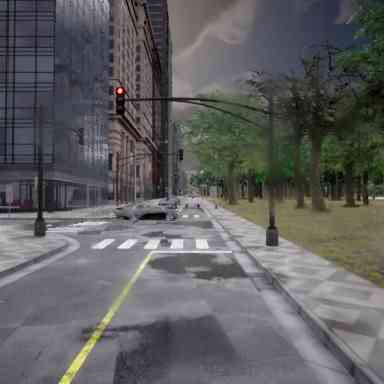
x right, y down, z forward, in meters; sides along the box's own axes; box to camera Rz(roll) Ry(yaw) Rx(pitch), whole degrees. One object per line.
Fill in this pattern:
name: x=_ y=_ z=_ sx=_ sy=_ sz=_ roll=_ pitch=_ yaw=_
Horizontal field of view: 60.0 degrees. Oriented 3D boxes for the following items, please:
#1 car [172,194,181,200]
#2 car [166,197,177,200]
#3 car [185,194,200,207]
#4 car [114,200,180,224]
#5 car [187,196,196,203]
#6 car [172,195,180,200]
car: x=-3.093 y=1.663 z=59.917 sx=1.837 sy=1.490 sz=4.892 roll=0 pitch=0 yaw=0
car: x=-3.140 y=1.625 z=39.373 sx=2.033 sy=1.411 sz=5.357 roll=0 pitch=0 yaw=-4
car: x=0.083 y=1.357 z=54.521 sx=2.150 sy=2.045 sz=5.566 roll=0 pitch=0 yaw=0
car: x=-3.381 y=1.569 z=25.196 sx=4.902 sy=1.511 sz=2.128 roll=0 pitch=-1 yaw=-31
car: x=-0.025 y=1.770 z=79.388 sx=2.128 sy=1.511 sz=4.902 roll=0 pitch=0 yaw=0
car: x=-3.113 y=1.621 z=49.506 sx=1.837 sy=1.490 sz=4.892 roll=0 pitch=0 yaw=0
